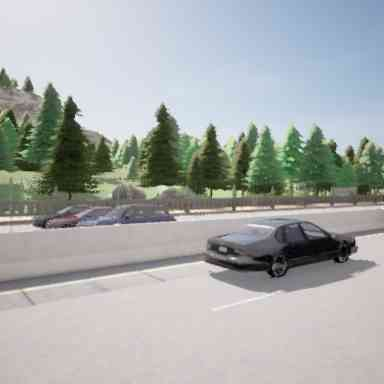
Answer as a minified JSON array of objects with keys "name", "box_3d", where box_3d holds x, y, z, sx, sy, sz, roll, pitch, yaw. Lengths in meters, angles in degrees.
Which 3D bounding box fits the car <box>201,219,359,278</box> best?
[{"name":"car","box_3d":[2.838,1.526,10.072,5.357,1.411,2.033,0,0,-36]}]

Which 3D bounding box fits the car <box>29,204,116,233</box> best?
[{"name":"car","box_3d":[-7.220,1.510,20.340,4.674,1.442,1.812,0,0,-35]}]

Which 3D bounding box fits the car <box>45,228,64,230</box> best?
[{"name":"car","box_3d":[-5.164,1.510,17.507,4.674,1.442,1.812,0,0,-36]}]

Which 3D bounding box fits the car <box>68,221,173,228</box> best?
[{"name":"car","box_3d":[-2.893,1.335,14.828,4.553,1.767,2.097,0,0,-36]}]
